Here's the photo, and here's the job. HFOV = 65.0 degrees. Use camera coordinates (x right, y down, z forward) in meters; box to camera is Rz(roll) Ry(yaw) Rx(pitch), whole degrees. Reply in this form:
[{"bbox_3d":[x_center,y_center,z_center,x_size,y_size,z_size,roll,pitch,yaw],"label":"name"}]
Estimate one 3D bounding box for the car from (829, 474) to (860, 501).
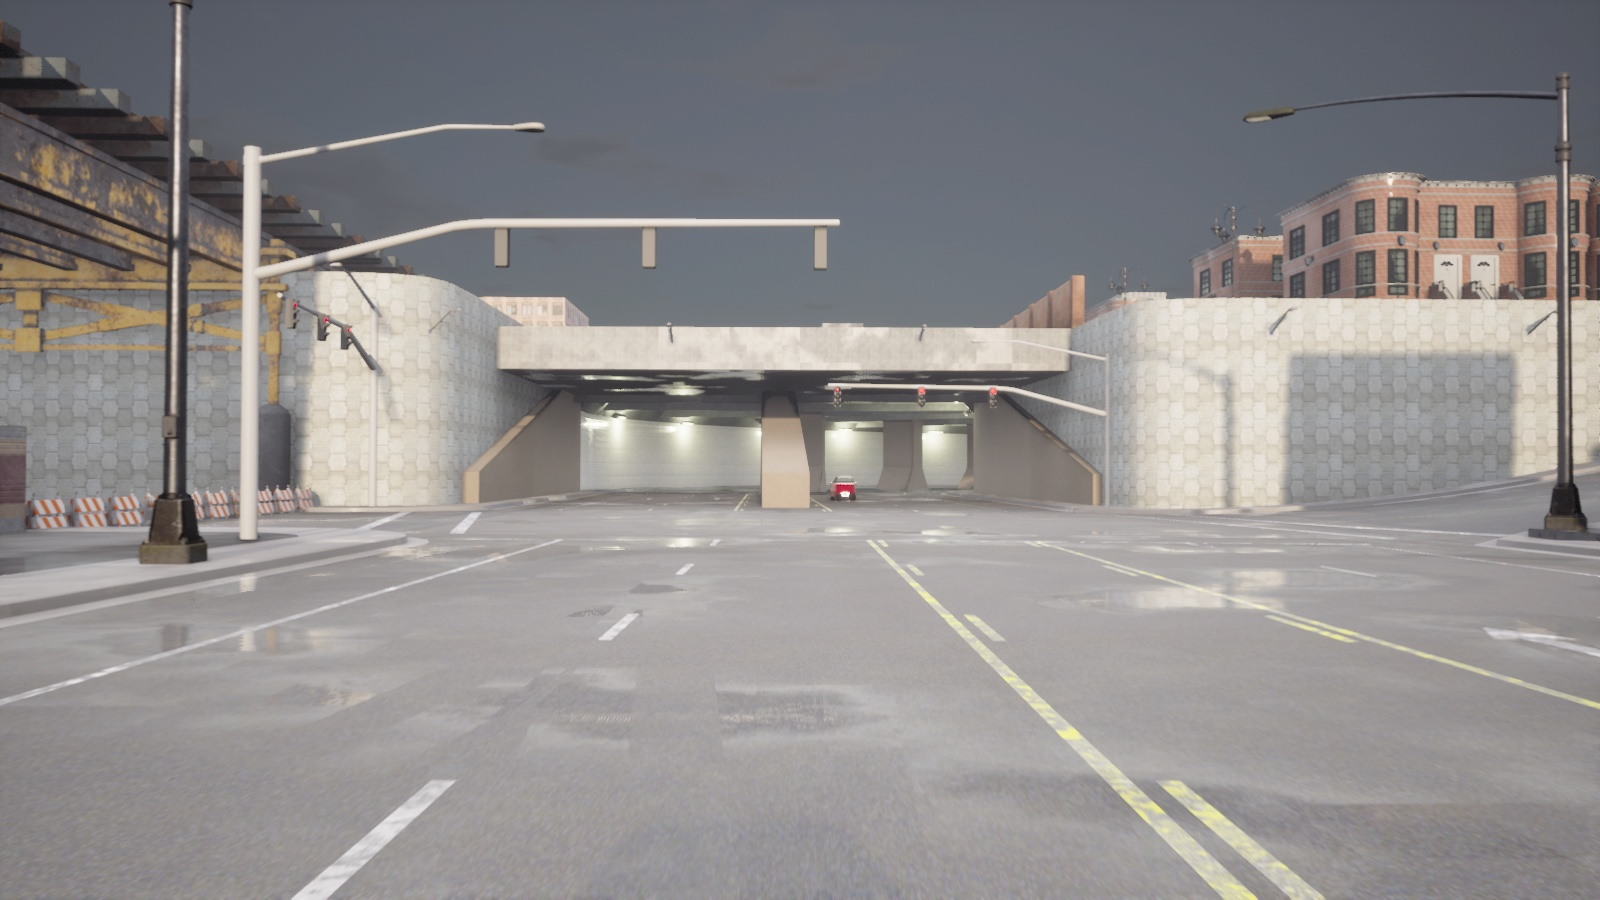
[{"bbox_3d":[2.362,1.986,67.231,1.481,1.376,2.207,0,-1,-2],"label":"car"}]
